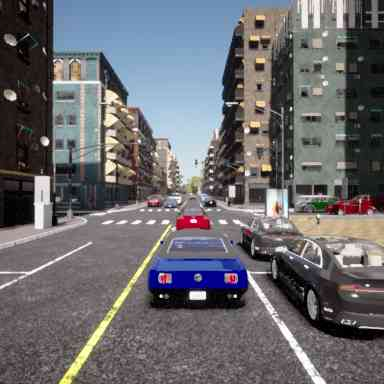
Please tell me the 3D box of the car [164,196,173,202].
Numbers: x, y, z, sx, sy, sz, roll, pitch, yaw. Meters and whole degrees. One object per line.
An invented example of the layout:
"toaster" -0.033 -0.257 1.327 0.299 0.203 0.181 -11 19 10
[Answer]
"car" -5.529 1.598 78.535 1.947 1.339 4.313 1 0 0

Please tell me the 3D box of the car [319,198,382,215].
"car" 13.758 1.413 29.042 4.206 1.307 1.802 0 0 1

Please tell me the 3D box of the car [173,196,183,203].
"car" -2.878 1.591 68.548 1.994 1.385 4.181 0 0 0

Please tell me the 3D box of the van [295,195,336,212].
"van" 13.835 1.296 37.423 3.998 1.788 1.690 0 0 1

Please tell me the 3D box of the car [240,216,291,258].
"car" 2.854 1.555 12.431 2.008 1.369 4.403 1 0 0

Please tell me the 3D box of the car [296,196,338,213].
"car" 13.401 1.272 34.844 4.553 1.767 2.097 0 -1 1

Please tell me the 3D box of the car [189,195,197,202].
"car" 0.151 1.557 79.672 2.128 1.511 4.902 0 0 0

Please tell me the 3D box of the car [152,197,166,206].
"car" -5.572 1.566 56.251 1.887 1.381 4.507 1 0 0

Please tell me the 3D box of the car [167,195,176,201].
"car" -5.509 1.603 89.677 1.947 1.339 4.313 1 0 0

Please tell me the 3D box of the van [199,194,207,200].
"van" 2.853 1.373 78.481 1.690 1.788 3.998 1 0 0

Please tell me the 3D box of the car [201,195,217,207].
"car" 2.797 1.585 50.624 1.947 1.339 4.313 1 0 0

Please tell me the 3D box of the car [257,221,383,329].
"car" 2.843 1.553 6.861 2.008 1.369 4.403 1 0 0

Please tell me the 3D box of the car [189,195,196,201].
"car" 0.171 1.562 90.054 1.812 1.442 4.674 0 0 0

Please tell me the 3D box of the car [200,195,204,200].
"car" 2.808 1.603 56.195 1.802 1.307 4.206 1 0 0

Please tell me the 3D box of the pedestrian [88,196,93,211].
"pedestrian" -12.451 1.347 40.618 0.375 1.860 0.375 0 0 1

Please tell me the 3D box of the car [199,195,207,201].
"car" 2.872 1.582 89.621 1.887 1.381 4.507 1 0 0

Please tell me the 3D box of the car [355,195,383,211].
"car" 19.362 1.228 37.373 5.009 1.841 2.192 0 0 1

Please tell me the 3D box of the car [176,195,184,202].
"car" -2.850 1.532 78.958 1.837 1.490 4.892 0 0 0

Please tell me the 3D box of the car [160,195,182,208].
"car" -3.010 1.565 48.605 2.033 1.411 5.357 0 0 0

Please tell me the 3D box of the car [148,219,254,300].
"car" 0.115 1.603 8.314 1.895 1.301 4.718 0 0 0

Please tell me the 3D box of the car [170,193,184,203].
"car" -2.967 1.244 58.606 2.150 2.045 5.566 0 0 1

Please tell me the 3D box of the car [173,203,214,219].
"car" 0.033 1.571 20.339 1.994 1.385 4.181 0 0 -2

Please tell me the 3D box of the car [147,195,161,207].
"car" -5.579 1.334 50.680 2.192 1.841 5.009 1 0 0
